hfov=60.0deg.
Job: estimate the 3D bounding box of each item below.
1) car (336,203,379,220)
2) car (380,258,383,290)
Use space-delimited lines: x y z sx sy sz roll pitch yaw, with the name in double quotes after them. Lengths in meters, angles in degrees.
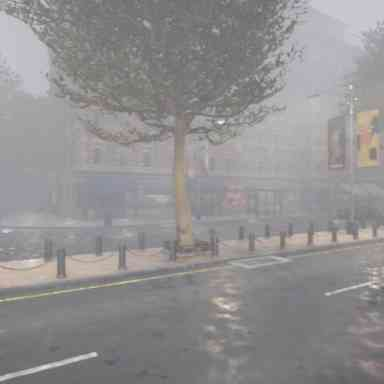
15.721 1.802 31.463 4.892 1.490 1.837 0 -1 -32 "car"
6.045 1.591 7.392 4.674 1.442 1.812 0 -1 -33 "car"
